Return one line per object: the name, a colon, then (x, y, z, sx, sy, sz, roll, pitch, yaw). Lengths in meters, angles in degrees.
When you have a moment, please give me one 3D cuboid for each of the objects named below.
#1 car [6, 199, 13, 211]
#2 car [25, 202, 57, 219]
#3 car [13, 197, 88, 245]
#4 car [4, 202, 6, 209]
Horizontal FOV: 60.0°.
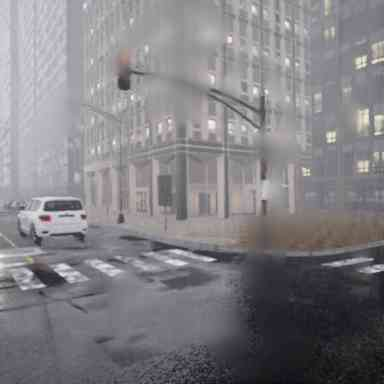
car: (-20.094, 1.581, 38.922, 1.752, 1.417, 4.829, 1, -1, -36)
car: (-13.510, 1.620, 29.707, 1.802, 1.307, 4.206, 1, -1, -36)
car: (-6.810, 1.240, 15.993, 2.150, 2.045, 5.566, 0, 0, -36)
car: (-23.239, 1.630, 43.320, 1.947, 1.339, 4.313, 1, -1, -36)
